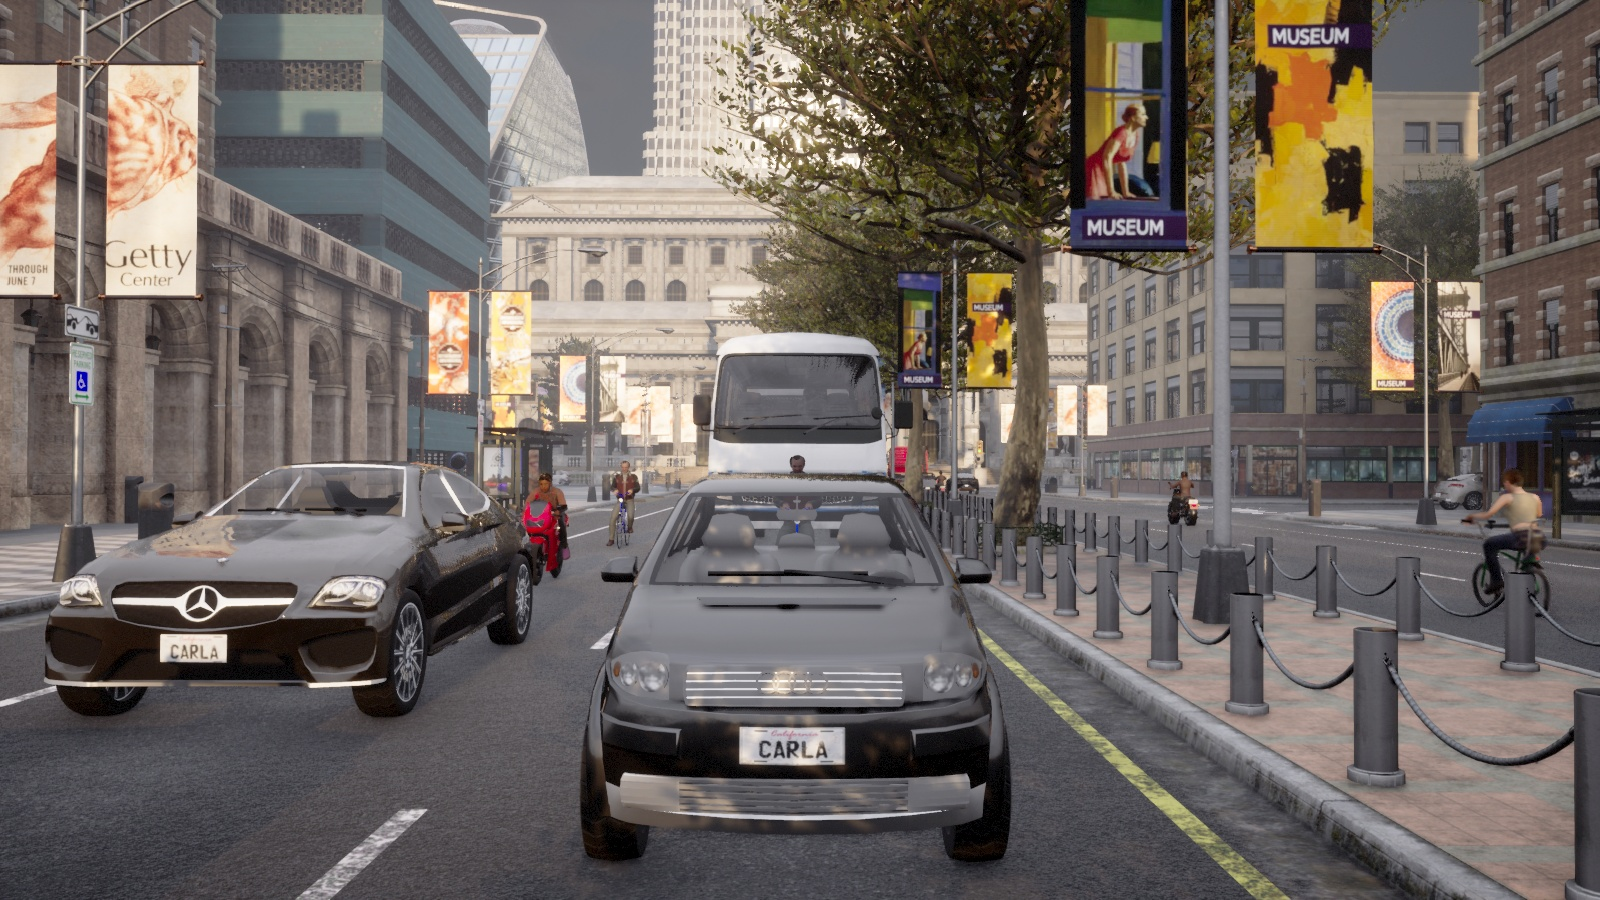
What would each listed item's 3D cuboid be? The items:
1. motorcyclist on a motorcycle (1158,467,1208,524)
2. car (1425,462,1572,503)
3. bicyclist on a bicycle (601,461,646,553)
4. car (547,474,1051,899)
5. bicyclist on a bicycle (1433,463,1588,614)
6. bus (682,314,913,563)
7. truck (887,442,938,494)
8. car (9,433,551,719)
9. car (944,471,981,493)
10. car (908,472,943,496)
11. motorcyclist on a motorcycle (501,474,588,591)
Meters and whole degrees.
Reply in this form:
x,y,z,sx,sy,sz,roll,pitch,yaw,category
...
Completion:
x,y,z,sx,sy,sz,roll,pitch,yaw,category
11.436,1.348,37.550,0.766,1.649,2.350,0,-1,0,motorcyclist on a motorcycle
29.564,1.367,53.286,5.027,1.651,2.152,0,-1,-1,car
-3.543,1.123,25.293,0.659,1.776,1.843,0,-1,0,bicyclist on a bicycle
-0.010,0.899,6.324,1.789,1.549,3.705,0,-1,0,car
7.976,0.957,14.182,0.866,1.612,1.509,0,-1,0,bicyclist on a bicycle
-0.050,-0.115,26.671,3.944,4.253,10.273,0,-1,0,bus
7.820,1.283,88.436,2.891,3.462,7.936,0,-1,0,truck
-3.517,0.772,9.806,2.152,1.651,5.027,0,-1,0,car
11.302,2.213,87.519,1.882,1.535,5.008,0,-1,0,car
7.865,2.123,79.165,1.845,1.501,3.633,0,-1,0,car
-3.530,1.104,17.515,0.797,1.523,2.044,0,-1,0,motorcyclist on a motorcycle
